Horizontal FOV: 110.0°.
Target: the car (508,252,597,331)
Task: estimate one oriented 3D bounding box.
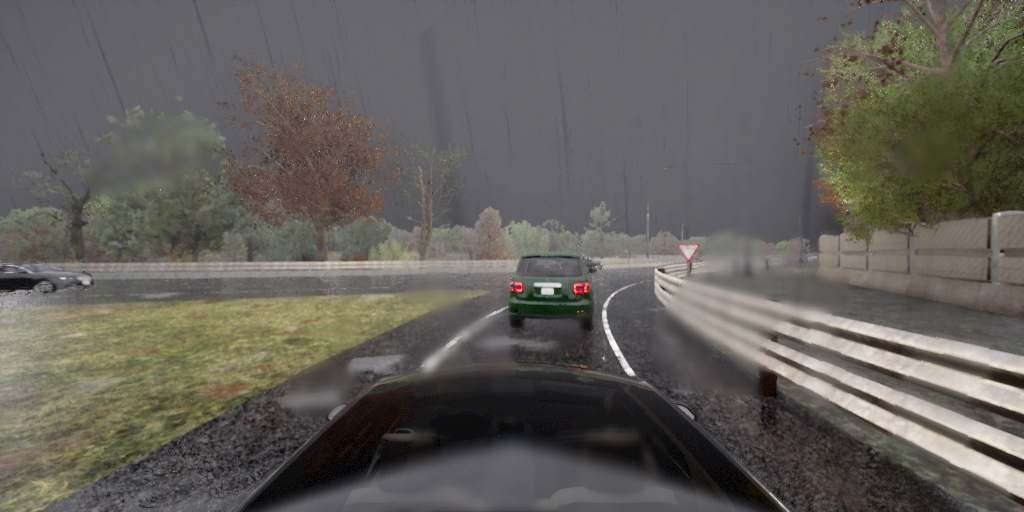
[{"bbox_3d":[1.381,0.905,11.046,2.150,2.045,5.566,0,0,12],"label":"car"}]

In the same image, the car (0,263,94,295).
[{"bbox_3d":[-23.995,1.076,17.647,4.902,1.511,2.128,0,1,-13],"label":"car"}]

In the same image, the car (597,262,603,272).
[{"bbox_3d":[7.658,0.907,38.815,4.892,1.490,1.837,0,1,-31],"label":"car"}]
